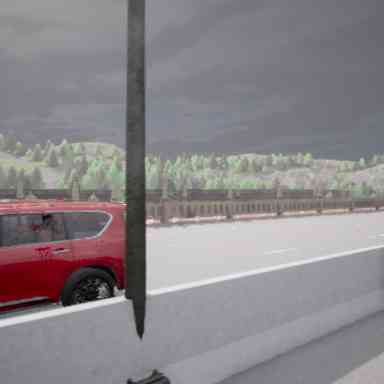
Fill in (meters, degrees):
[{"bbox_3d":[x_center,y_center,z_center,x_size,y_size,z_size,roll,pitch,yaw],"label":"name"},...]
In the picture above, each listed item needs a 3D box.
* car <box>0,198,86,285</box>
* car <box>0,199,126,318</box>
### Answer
[{"bbox_3d":[-5.812,1.221,8.445,5.566,2.045,2.150,0,0,-36],"label":"car"},{"bbox_3d":[-3.594,1.221,5.728,5.566,2.045,2.150,0,0,-35],"label":"car"}]
